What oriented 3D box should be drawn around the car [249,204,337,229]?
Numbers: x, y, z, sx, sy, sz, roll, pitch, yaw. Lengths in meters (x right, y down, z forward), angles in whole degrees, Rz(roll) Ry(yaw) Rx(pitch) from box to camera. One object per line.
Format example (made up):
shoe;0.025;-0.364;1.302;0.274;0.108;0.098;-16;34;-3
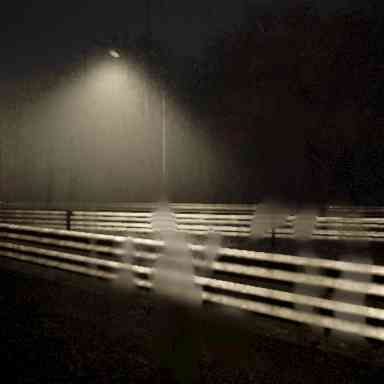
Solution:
car;5.450;1.415;18.220;4.553;1.767;2.097;0;0;19
